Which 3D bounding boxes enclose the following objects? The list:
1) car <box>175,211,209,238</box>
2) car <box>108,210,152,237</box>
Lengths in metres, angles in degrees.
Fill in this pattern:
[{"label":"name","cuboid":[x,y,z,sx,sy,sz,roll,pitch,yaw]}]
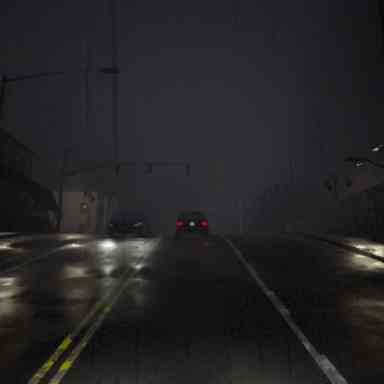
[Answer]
[{"label":"car","cuboid":[0.004,1.811,18.974,2.033,1.411,5.357,0,-4,0]},{"label":"car","cuboid":[-3.562,1.790,19.726,1.882,1.535,5.008,0,-4,0]}]
